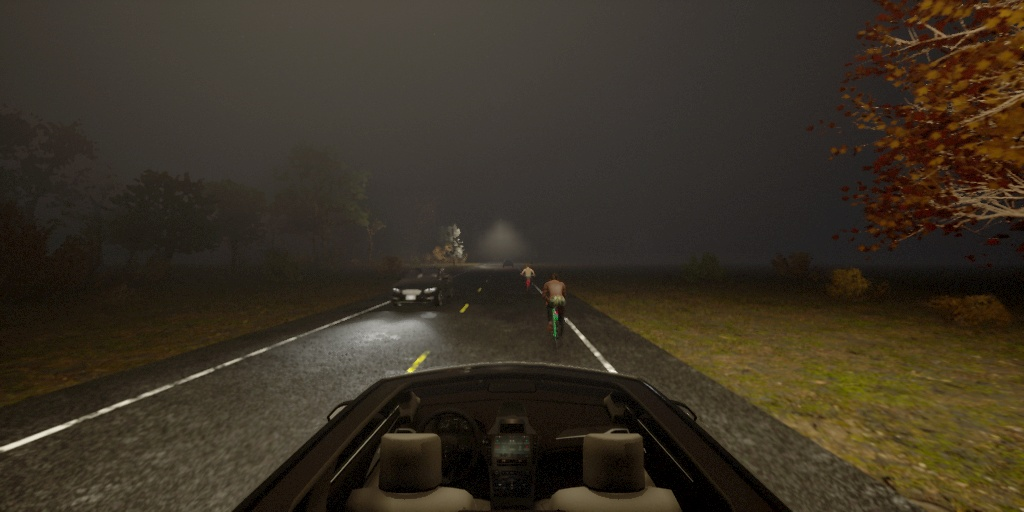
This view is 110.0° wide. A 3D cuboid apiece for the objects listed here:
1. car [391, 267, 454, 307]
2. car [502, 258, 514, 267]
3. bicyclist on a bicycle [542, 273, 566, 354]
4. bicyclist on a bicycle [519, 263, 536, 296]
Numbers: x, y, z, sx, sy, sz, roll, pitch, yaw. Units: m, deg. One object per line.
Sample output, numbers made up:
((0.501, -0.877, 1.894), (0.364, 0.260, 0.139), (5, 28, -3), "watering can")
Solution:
((-3.689, 1.241, 15.453), (2.128, 1.511, 4.902), (0, 0, -1), "car")
((-0.658, 1.262, 63.071), (1.812, 1.442, 4.674), (0, -1, -1), "car")
((0.935, 1.202, 7.842), (0.582, 1.620, 1.656), (0, 0, 0), "bicyclist on a bicycle")
((0.807, 1.185, 18.325), (0.866, 1.612, 1.509), (0, 0, 0), "bicyclist on a bicycle")
